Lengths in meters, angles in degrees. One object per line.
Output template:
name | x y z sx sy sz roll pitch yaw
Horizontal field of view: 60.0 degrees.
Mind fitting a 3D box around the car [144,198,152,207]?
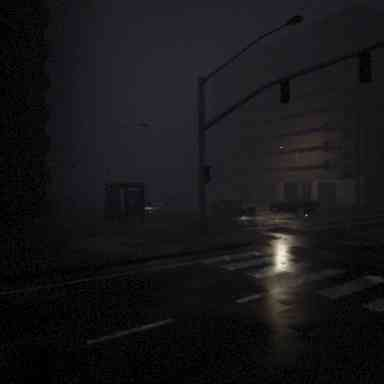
car | -7.355 1.423 46.626 1.994 1.385 4.181 -1 0 -36

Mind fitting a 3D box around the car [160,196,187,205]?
car | -2.951 1.339 52.489 2.033 1.411 5.357 -1 0 -36

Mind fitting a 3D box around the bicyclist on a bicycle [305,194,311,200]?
bicyclist on a bicycle | 14.372 1.019 41.396 1.656 1.620 0.582 -1 1 -36

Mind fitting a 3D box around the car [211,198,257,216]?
car | 3.897 1.333 31.203 1.882 1.535 5.008 -1 1 -36

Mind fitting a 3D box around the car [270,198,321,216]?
car | 9.235 1.311 30.123 2.128 1.511 4.902 -1 0 -36
